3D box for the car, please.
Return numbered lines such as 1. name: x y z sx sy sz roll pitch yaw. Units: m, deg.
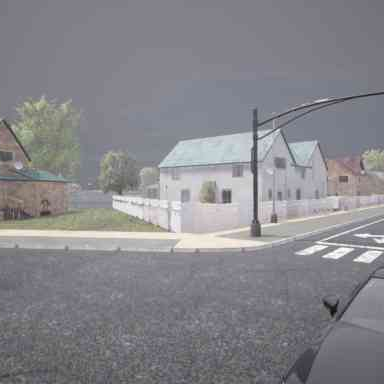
1. car: 2.531 1.524 3.416 1.812 1.442 4.674 0 0 42
